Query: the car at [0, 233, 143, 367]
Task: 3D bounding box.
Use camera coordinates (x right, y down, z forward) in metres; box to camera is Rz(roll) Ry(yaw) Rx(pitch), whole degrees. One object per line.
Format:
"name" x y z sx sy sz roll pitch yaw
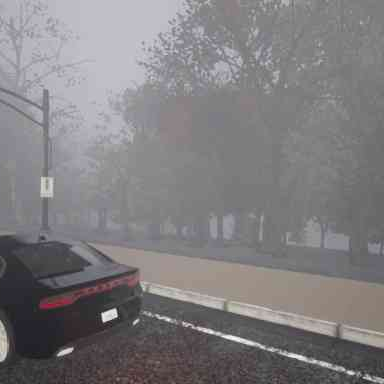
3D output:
"car" -3.076 1.477 5.871 5.008 1.535 1.882 0 0 37
